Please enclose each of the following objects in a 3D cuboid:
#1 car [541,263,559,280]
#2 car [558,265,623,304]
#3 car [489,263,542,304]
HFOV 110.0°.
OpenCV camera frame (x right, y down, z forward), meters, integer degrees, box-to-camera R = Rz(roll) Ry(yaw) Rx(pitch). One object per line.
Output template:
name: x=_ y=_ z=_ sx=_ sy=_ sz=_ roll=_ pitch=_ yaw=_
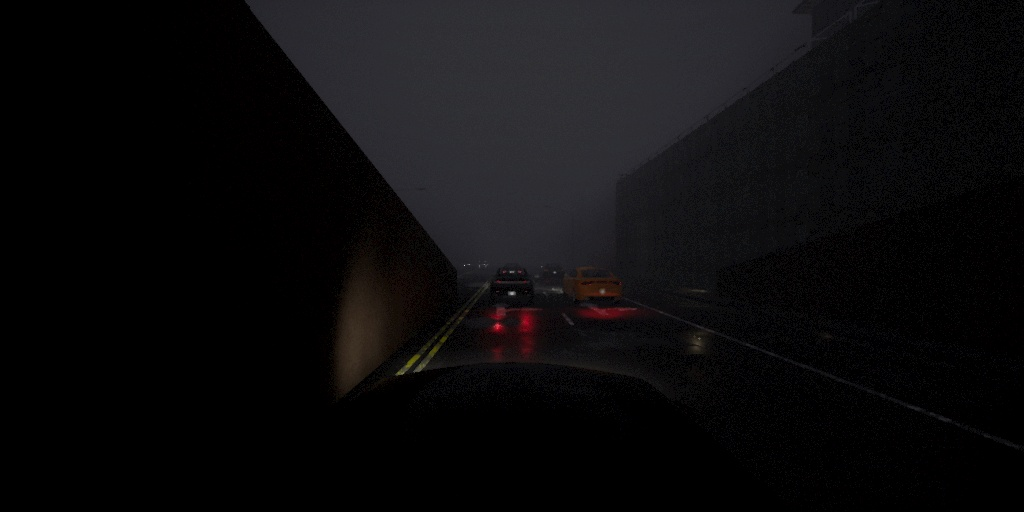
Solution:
car: x=3.500 y=1.320 z=31.335 sx=1.994 sy=1.385 sz=4.181 roll=0 pitch=0 yaw=0
car: x=3.500 y=1.232 z=16.335 sx=1.882 sy=1.535 sz=5.008 roll=0 pitch=0 yaw=0
car: x=0.000 y=1.242 z=16.335 sx=2.128 sy=1.511 sz=4.902 roll=0 pitch=0 yaw=0
